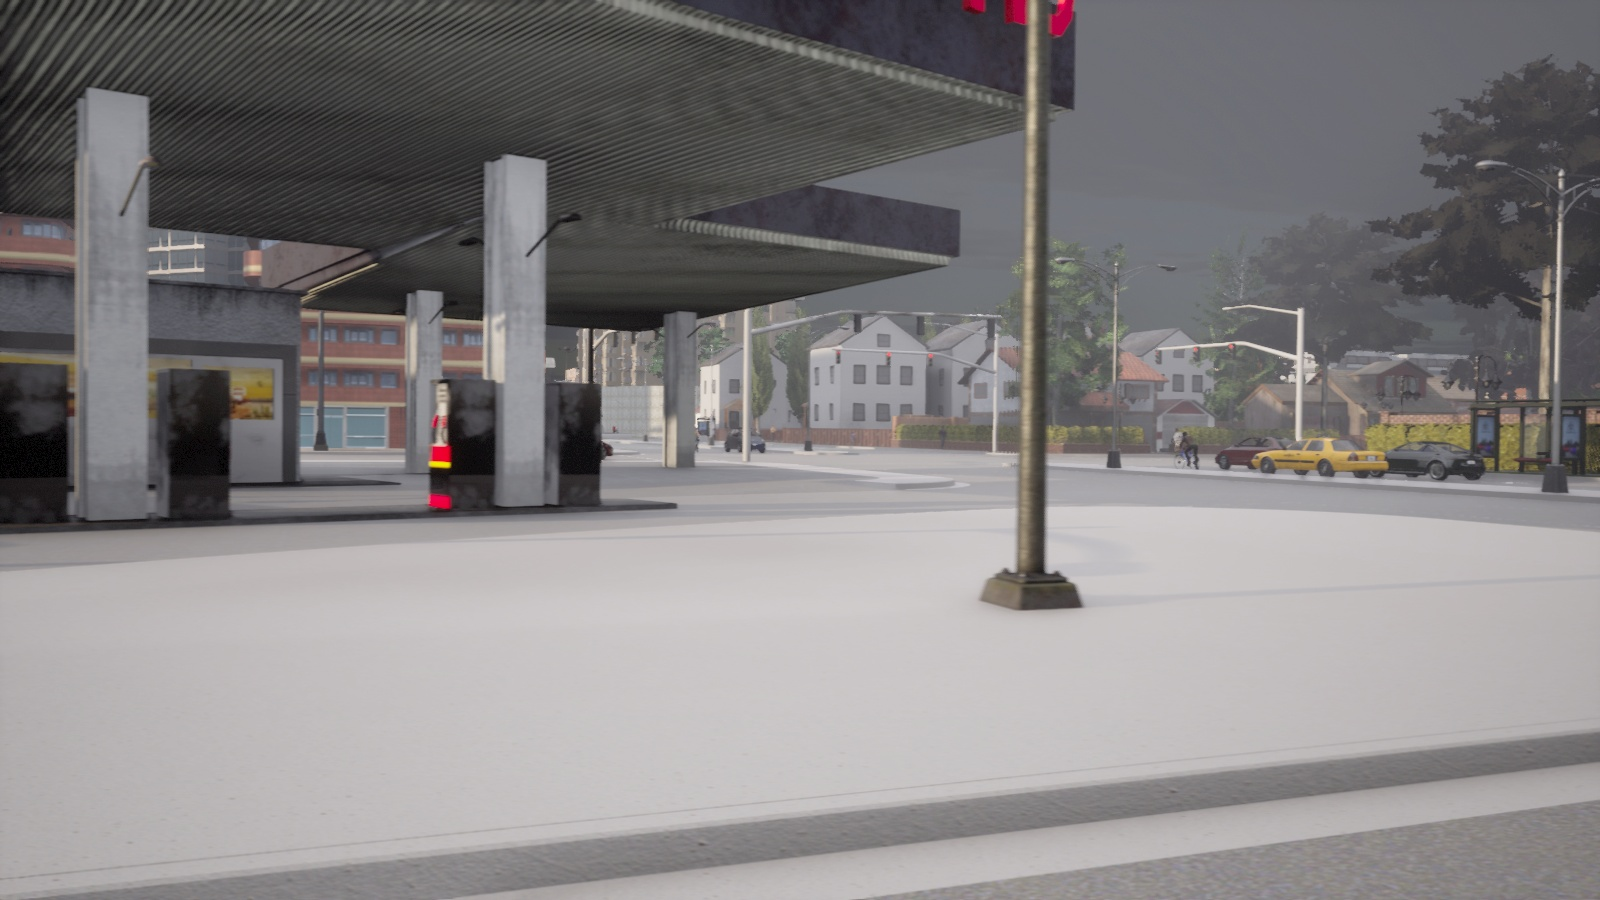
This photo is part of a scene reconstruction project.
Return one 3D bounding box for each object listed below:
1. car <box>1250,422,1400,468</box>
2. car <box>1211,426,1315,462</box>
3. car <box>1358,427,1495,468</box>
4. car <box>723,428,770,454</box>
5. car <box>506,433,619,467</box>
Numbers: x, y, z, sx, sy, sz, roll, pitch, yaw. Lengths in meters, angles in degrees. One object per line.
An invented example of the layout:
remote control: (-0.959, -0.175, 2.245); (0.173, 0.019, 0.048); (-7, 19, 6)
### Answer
car: (18.929, -0.209, 45.555); (1.801, 1.575, 5.366); (-1, 1, -21)
car: (19.645, -0.270, 53.447); (1.816, 1.474, 4.193); (-1, 1, -21)
car: (22.674, -0.125, 45.597); (1.994, 1.385, 4.181); (-1, 1, -22)
car: (-3.522, -0.594, 81.657); (1.851, 1.617, 3.988); (-1, 1, -21)
car: (-11.078, -0.035, 58.539); (4.792, 1.488, 2.163); (-1, 1, -22)
